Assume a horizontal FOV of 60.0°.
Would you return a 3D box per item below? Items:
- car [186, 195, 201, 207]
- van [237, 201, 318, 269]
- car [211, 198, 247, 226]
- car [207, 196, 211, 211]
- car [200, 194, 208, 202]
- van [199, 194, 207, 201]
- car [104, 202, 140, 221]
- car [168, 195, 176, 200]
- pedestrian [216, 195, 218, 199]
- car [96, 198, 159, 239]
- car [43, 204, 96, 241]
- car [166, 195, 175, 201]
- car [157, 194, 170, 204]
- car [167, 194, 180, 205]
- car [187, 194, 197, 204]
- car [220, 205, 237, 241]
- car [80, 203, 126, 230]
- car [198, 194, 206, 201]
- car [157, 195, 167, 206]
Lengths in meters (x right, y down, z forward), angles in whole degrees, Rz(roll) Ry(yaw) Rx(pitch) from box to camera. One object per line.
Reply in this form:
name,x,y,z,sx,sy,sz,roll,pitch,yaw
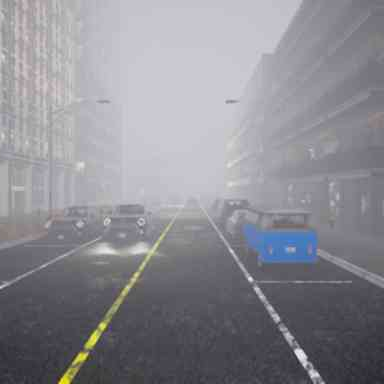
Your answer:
car,0.019,1.530,51.815,1.812,1.442,4.674,0,0,1
van,2.689,1.339,10.921,1.690,1.788,3.998,0,0,0
car,2.690,1.313,22.023,2.192,1.841,5.009,0,0,0
car,3.004,1.506,37.187,1.837,1.490,4.892,0,0,0
car,2.696,1.327,71.981,2.192,1.841,5.009,0,0,0
van,2.697,1.360,83.084,1.690,1.788,3.998,0,0,0
car,-5.689,1.550,27.574,2.008,1.369,4.403,0,0,0
car,-5.682,1.593,93.880,1.947,1.339,4.313,0,0,0
pedestrian,3.004,1.295,40.131,0.375,1.860,0.375,0,0,-1
car,-3.098,1.350,17.066,2.097,1.767,4.553,0,0,0
car,-5.691,1.439,16.471,1.967,1.590,4.097,0,0,0
car,-5.682,1.589,88.634,1.947,1.339,4.313,0,0,0
car,-5.685,1.325,66.430,2.192,1.841,5.009,0,0,0
car,-3.044,1.511,59.192,1.837,1.490,4.892,0,0,1
car,0.009,1.376,67.117,2.097,1.767,4.553,0,0,0
car,2.690,1.548,16.471,2.008,1.369,4.403,0,0,0
car,-5.690,1.524,21.852,1.752,1.417,4.829,0,0,0
car,2.698,1.463,88.634,1.967,1.590,4.097,0,0,0
car,-5.686,1.588,55.328,1.802,1.307,4.206,0,0,0
